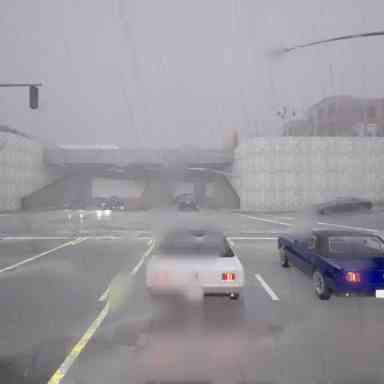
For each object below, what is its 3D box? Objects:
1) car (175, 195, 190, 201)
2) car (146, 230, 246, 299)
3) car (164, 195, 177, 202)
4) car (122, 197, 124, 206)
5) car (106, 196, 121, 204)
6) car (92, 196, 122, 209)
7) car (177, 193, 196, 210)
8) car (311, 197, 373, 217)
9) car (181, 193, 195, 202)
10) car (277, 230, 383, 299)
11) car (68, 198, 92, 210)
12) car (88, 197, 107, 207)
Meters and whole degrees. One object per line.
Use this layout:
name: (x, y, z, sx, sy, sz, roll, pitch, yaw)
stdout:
car: (-2.423, 1.478, 85.456, 1.882, 1.535, 5.008, 0, 0, 24)
car: (0.078, 1.601, 8.380, 1.895, 1.301, 4.718, 0, 0, 0)
car: (-4.875, 1.355, 73.926, 2.097, 1.767, 4.553, 0, 0, 2)
car: (-11.530, 1.547, 54.185, 2.033, 1.411, 5.357, 0, 0, -1)
car: (-15.238, 1.525, 64.893, 1.812, 1.442, 4.674, 0, 0, -1)
car: (-11.293, 1.491, 44.548, 2.128, 1.511, 4.902, 0, 0, -1)
car: (-0.585, 1.352, 42.951, 2.097, 1.767, 4.553, 0, 0, -2)
car: (12.753, 1.199, 28.472, 4.902, 1.511, 2.128, -5, 0, 0)
car: (-0.870, 1.225, 78.361, 2.150, 2.045, 5.566, 0, 0, 13)
car: (3.578, 1.601, 8.391, 1.895, 1.301, 4.718, 0, 0, 0)
car: (-14.783, 1.526, 44.111, 1.812, 1.442, 4.674, 0, 0, -2)
car: (-15.004, 1.526, 53.159, 1.812, 1.442, 4.674, 0, 0, -1)
